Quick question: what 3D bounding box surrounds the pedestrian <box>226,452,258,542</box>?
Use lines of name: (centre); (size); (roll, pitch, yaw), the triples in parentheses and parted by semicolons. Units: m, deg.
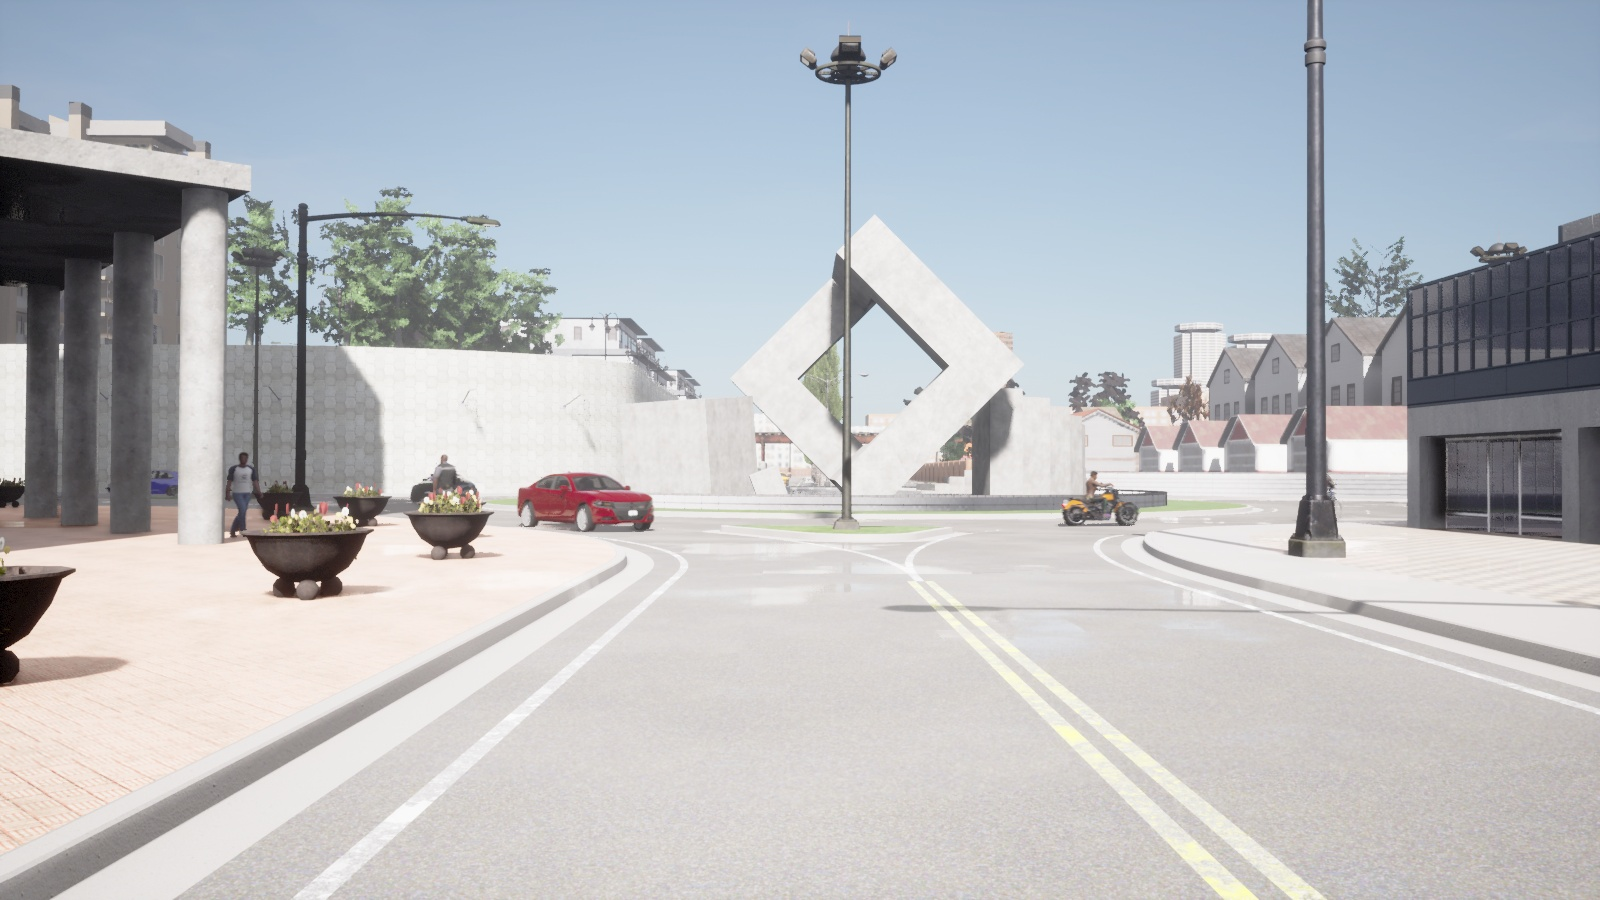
pedestrian: (-11.516, 0.967, 25.925); (0.706, 1.836, 0.354); (-1, -1, 43)

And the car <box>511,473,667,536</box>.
car: (-5.670, 1.372, 33.228); (1.882, 1.535, 5.008); (1, -1, -39)

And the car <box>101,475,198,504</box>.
car: (-34.494, 2.082, 66.635); (4.193, 1.474, 1.816); (0, -1, -6)

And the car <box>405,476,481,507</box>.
car: (-16.928, 1.947, 59.743); (1.994, 1.385, 4.181); (0, -1, 7)

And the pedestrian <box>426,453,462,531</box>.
pedestrian: (-8.767, 1.020, 30.925); (0.563, 1.883, 0.849); (1, -1, -38)

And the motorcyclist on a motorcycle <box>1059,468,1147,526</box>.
motorcyclist on a motorcycle: (8.711, 1.334, 36.071); (2.350, 1.649, 0.766); (0, -1, -13)
